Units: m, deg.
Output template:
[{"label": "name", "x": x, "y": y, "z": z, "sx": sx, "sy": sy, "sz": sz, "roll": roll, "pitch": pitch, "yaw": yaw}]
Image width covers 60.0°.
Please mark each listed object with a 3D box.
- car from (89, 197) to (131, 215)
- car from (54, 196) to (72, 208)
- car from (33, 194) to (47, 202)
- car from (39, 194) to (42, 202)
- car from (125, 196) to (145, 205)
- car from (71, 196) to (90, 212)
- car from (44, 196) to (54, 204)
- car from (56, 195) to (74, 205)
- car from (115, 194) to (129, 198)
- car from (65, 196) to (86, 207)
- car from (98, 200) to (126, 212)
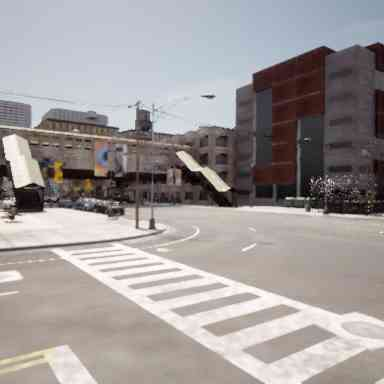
[{"label": "car", "x": -8.716, "y": 1.621, "z": 35.065, "sx": 2.097, "sy": 1.535, "sz": 5.008, "roll": 1, "pitch": 0, "yaw": -35}, {"label": "car", "x": -18.669, "y": 1.625, "z": 49.094, "sx": 2.231, "sy": 1.521, "sz": 4.892, "roll": 1, "pitch": 0, "yaw": -25}, {"label": "car", "x": -37.036, "y": 1.409, "z": 80.772, "sx": 2.150, "sy": 2.045, "sz": 5.566, "roll": 1, "pitch": 0, "yaw": -35}, {"label": "car", "x": -32.923, "y": 1.682, "z": 74.902, "sx": 1.837, "sy": 1.490, "sz": 4.892, "roll": 1, "pitch": 0, "yaw": -35}, {"label": "car", "x": -11.409, "y": 1.915, "z": 67.888, "sx": 1.895, "sy": 1.301, "sz": 4.718, "roll": 1, "pitch": 0, "yaw": -35}, {"label": "car", "x": -12.515, "y": 1.495, "z": 40.249, "sx": 2.185, "sy": 1.767, "sz": 4.553, "roll": 1, "pitch": 0, "yaw": -35}, {"label": "car", "x": -28.731, "y": 1.721, "z": 68.922, "sx": 2.033, "sy": 1.411, "sz": 5.357, "roll": 1, "pitch": 0, "yaw": -35}, {"label": "car", "x": -23.348, "y": 1.452, "z": 61.184, "sx": 2.097, "sy": 1.767, "sz": 4.553, "roll": 1, "pitch": 0, "yaw": -34}, {"label": "car", "x": -15.686, "y": 1.550, "z": 73.922, "sx": 2.435, "sy": 2.045, "sz": 5.566, "roll": 1, "pitch": 0, "yaw": -35}, {"label": "car", "x": -19.574, "y": 1.528, "z": 55.686, "sx": 2.097, "sy": 1.767, "sz": 4.553, "roll": 1, "pitch": 0, "yaw": -35}, {"label": "car", "x": -10.111, "y": 1.736, "z": 41.943, "sx": 1.994, "sy": 1.385, "sz": 4.181, "roll": 1, "pitch": 0, "yaw": -35}]
